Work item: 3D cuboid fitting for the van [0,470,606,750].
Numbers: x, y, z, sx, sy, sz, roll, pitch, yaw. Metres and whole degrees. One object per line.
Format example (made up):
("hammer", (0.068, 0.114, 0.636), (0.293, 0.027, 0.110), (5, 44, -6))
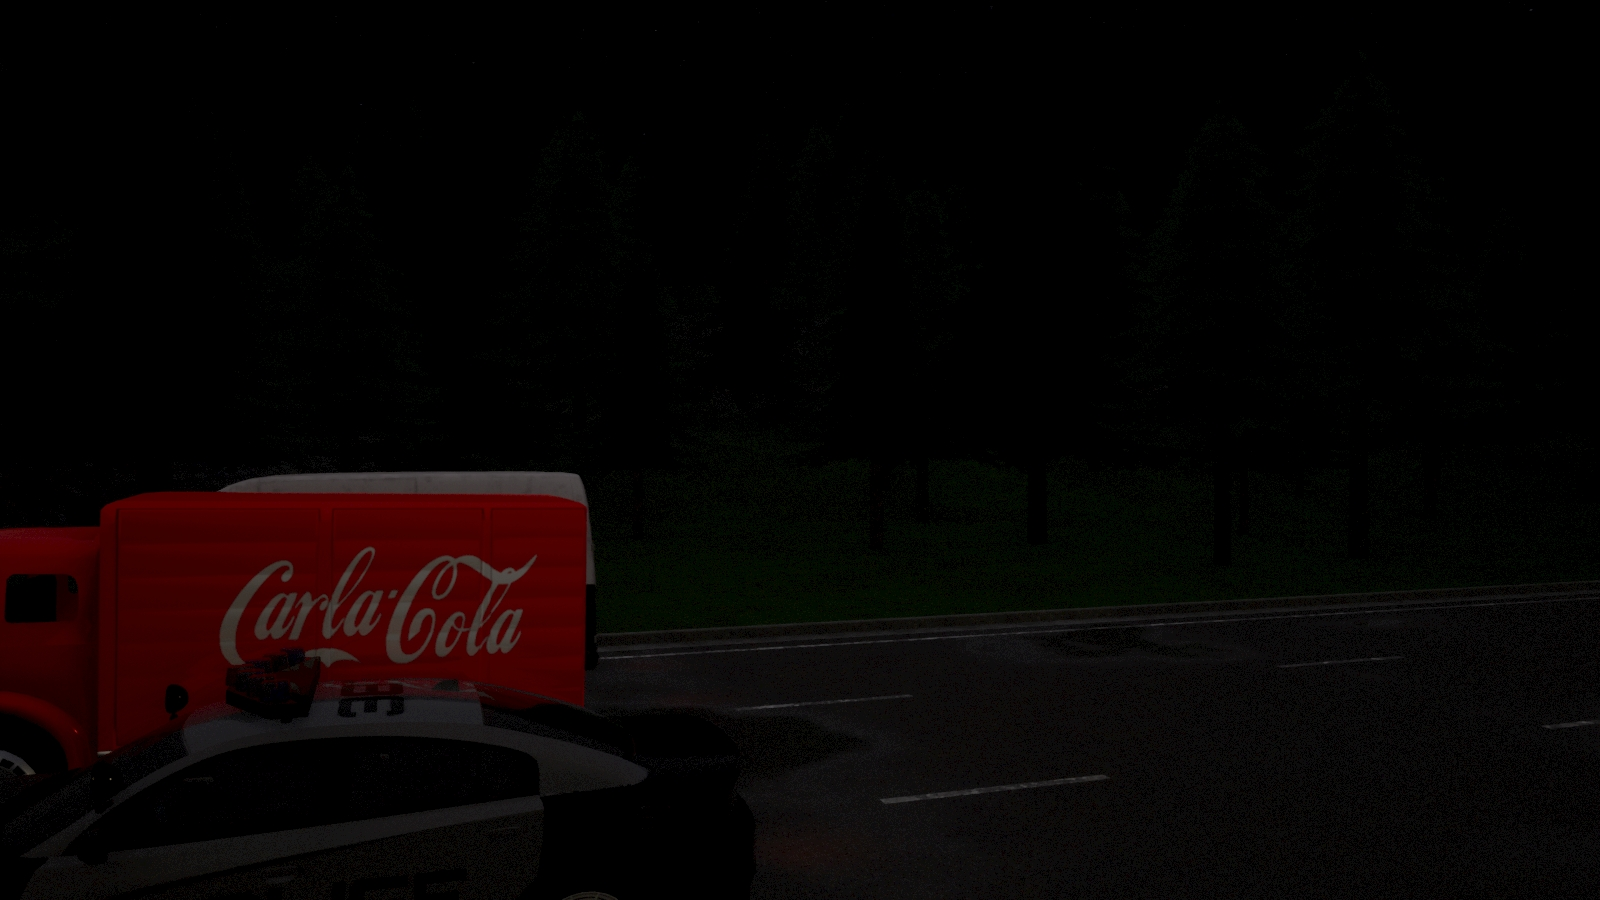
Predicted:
("van", (-5.250, 1.534, 12.548), (5.915, 2.561, 1.988), (0, 0, -19))

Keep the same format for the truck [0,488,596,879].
("truck", (-4.481, 1.578, 9.124), (5.204, 2.467, 2.627), (1, 0, -21))

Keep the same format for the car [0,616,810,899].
("car", (-2.766, 1.982, 6.136), (5.238, 1.638, 2.097), (0, 0, -20))
